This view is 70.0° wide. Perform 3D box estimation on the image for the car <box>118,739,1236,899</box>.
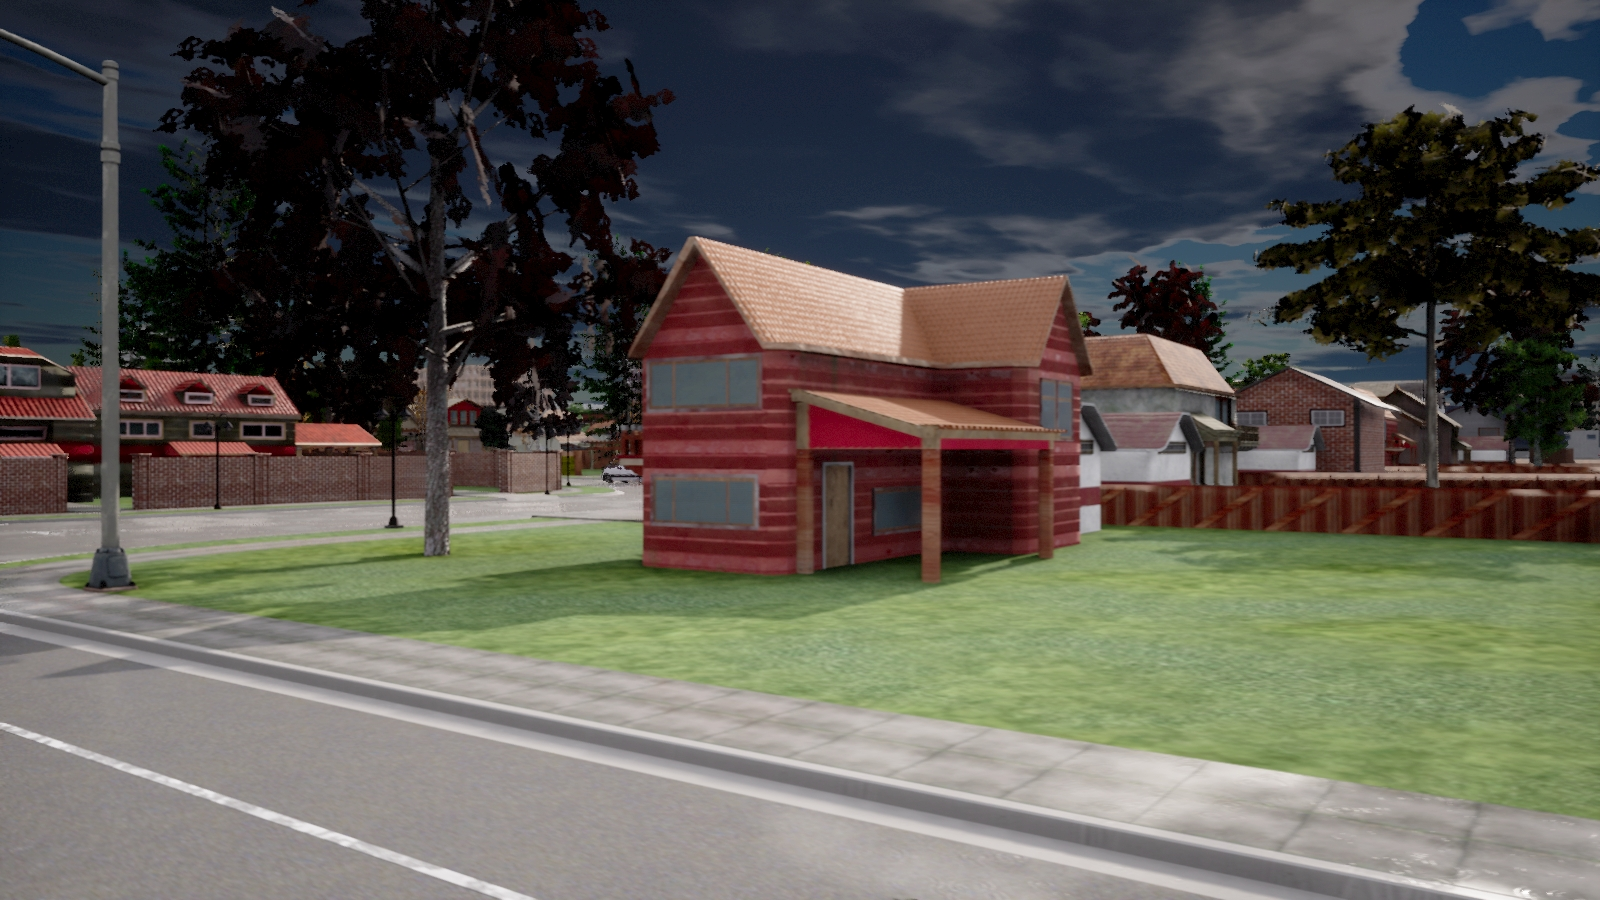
[{"bbox_3d":[0.387,2.105,3.023,5.357,1.411,2.033,0,0,39],"label":"car"}]
